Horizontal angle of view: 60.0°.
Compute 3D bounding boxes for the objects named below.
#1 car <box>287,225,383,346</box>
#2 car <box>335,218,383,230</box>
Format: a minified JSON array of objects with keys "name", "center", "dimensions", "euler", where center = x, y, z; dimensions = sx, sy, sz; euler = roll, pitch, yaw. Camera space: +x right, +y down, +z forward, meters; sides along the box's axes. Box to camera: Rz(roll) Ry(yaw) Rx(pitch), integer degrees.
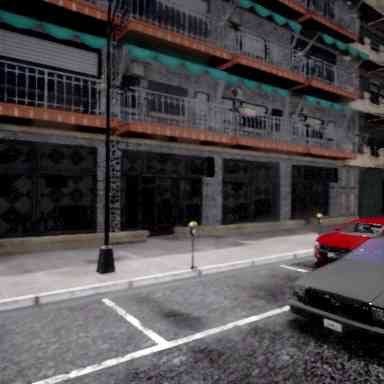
[{"name":"car","center":[4.210,1.537,6.339],"dimensions":[5.357,1.411,2.033],"euler":[0,0,-35]},{"name":"car","center":[5.747,1.525,10.579],"dimensions":[4.507,1.381,1.887],"euler":[0,1,-35]}]
